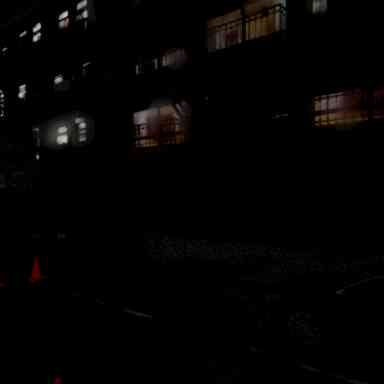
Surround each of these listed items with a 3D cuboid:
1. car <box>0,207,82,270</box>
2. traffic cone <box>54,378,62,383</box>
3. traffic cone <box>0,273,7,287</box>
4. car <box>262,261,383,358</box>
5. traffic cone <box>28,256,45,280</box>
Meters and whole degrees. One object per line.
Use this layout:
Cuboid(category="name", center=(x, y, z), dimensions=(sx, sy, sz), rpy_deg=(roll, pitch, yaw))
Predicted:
Cuboid(category="car", center=(-5.852, 1.414, 11.460), dimensions=(5.009, 1.841, 2.192), rpy_deg=(0, -1, 37))
Cuboid(category="traffic cone", center=(-1.219, 1.988, 3.012), dimensions=(0.340, 0.580, 0.340), rpy_deg=(0, -1, 37))
Cuboid(category="traffic cone", center=(-4.818, 2.023, 8.213), dimensions=(0.340, 0.580, 0.340), rpy_deg=(0, -1, 37))
Cuboid(category="car", center=(3.163, 1.638, 4.691), dimensions=(4.403, 1.369, 2.008), rpy_deg=(0, -1, 37))
Cuboid(category="traffic cone", center=(-4.217, 2.038, 9.012), dimensions=(0.340, 0.580, 0.340), rpy_deg=(0, -1, 37))
